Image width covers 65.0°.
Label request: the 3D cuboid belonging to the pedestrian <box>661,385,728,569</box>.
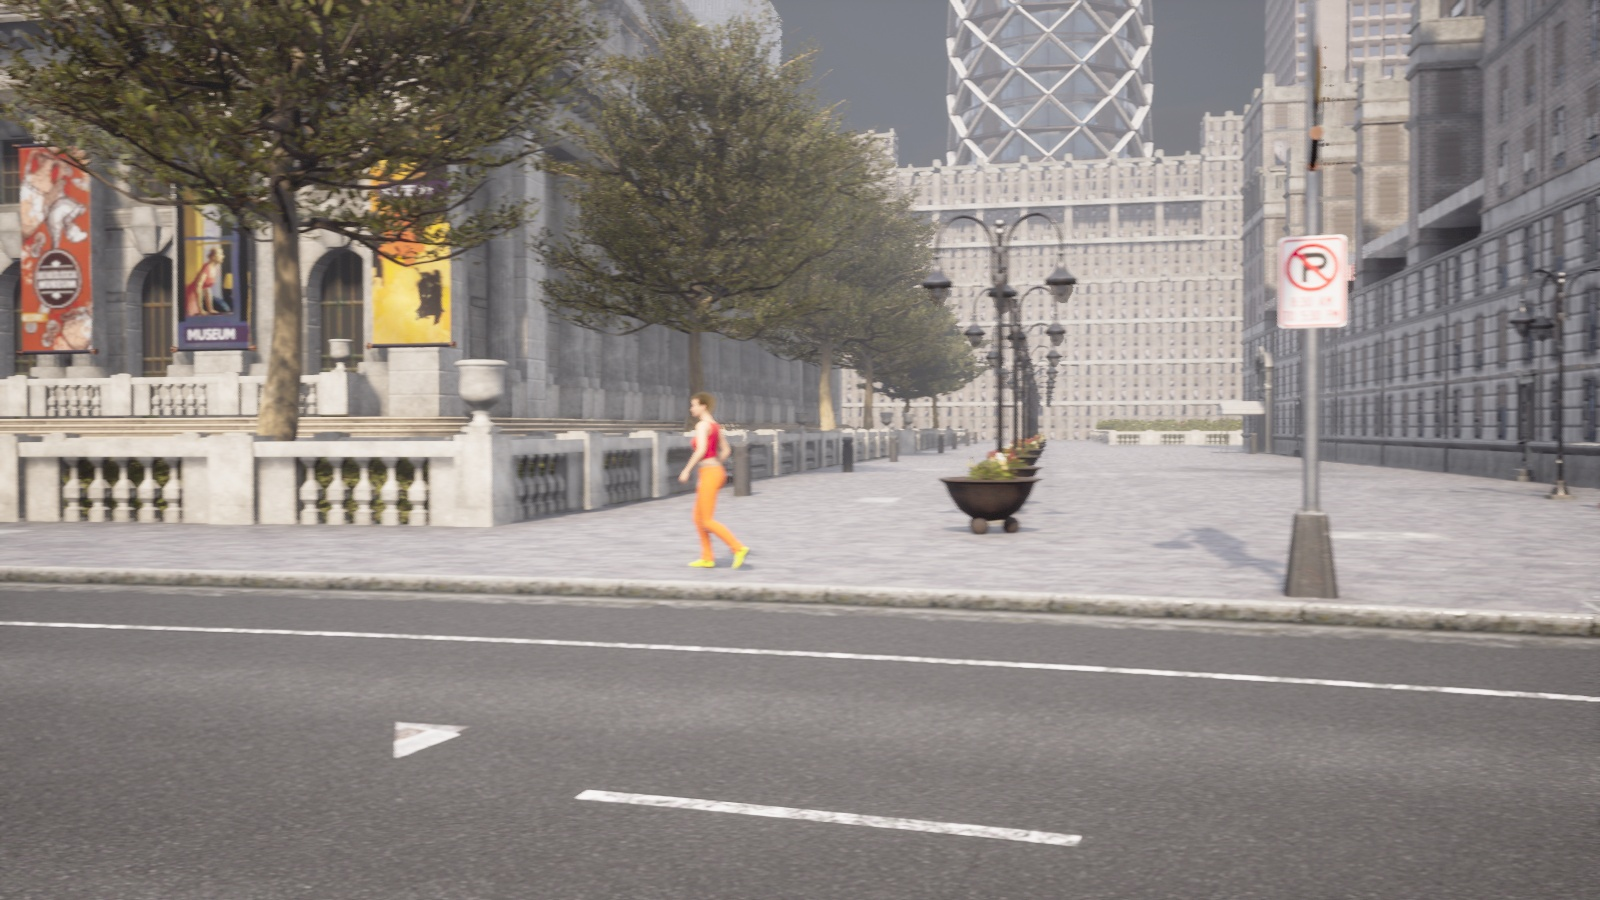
[{"bbox_3d":[-1.071,0.264,12.772,0.594,1.836,0.345,0,1,14],"label":"pedestrian"}]
